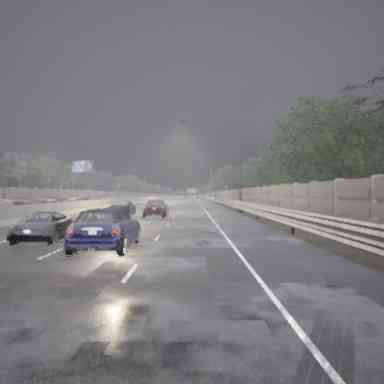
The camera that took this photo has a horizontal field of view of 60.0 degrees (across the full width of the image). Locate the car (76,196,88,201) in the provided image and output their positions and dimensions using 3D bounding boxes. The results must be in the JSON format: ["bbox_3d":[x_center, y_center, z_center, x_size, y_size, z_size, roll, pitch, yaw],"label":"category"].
[{"bbox_3d":[-24.492,1.606,74.751,1.882,1.535,5.008,0,0,0],"label":"car"}]

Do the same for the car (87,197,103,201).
[{"bbox_3d":[-20.992,1.856,73.694,1.895,1.301,4.718,0,0,0],"label":"car"}]

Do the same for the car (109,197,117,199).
[{"bbox_3d":[-6.896,1.617,33.762,1.882,1.535,5.008,0,0,0],"label":"car"}]

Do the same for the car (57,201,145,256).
[{"bbox_3d":[-3.399,1.409,13.471,2.097,1.767,4.553,0,0,0],"label":"car"}]

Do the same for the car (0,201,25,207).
[{"bbox_3d":[-17.592,1.609,31.776,1.882,1.535,5.008,0,0,0],"label":"car"}]

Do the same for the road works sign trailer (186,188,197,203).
[{"bbox_3d":[0.008,0.854,77.344,2.380,3.560,2.880,0,0,0],"label":"road works sign trailer"}]

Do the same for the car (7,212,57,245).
[{"bbox_3d":[-6.898,1.631,15.905,1.994,1.385,4.181,0,0,0],"label":"car"}]

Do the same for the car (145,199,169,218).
[{"bbox_3d":[-3.397,1.484,31.917,2.097,1.767,4.553,0,0,0],"label":"car"}]

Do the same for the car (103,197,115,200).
[{"bbox_3d":[-17.492,1.806,73.308,1.812,1.442,4.674,0,0,0],"label":"car"}]
